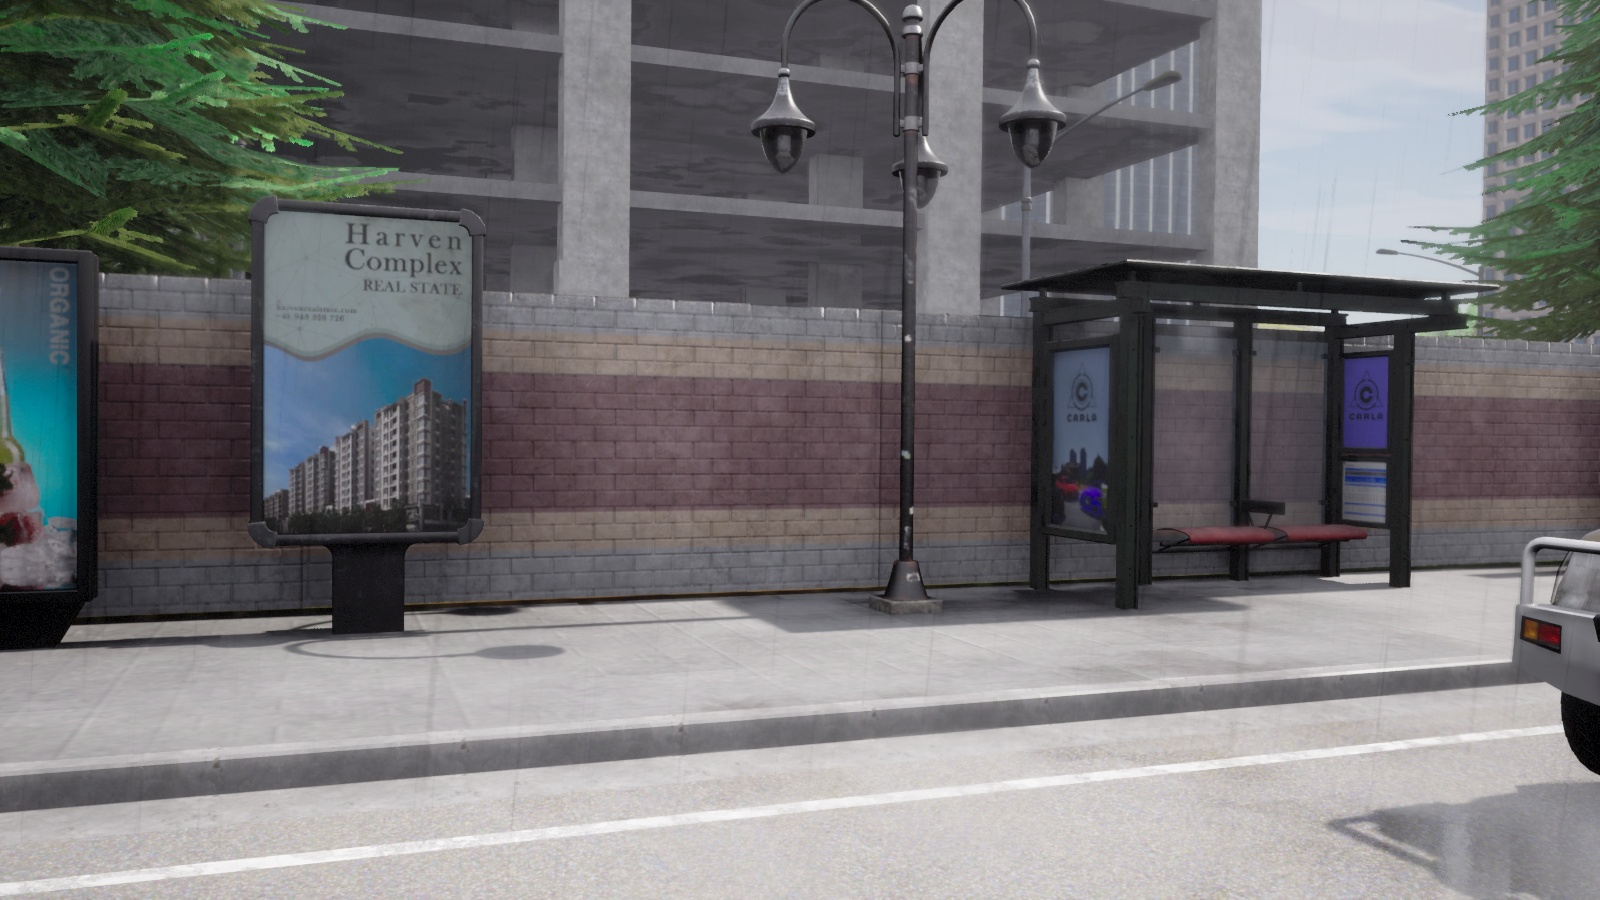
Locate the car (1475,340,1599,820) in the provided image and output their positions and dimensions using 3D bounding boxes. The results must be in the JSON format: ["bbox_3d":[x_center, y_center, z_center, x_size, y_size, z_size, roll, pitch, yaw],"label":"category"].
[{"bbox_3d":[5.380,0.471,5.284,4.605,1.855,1.932,-1,1,-21],"label":"car"}]

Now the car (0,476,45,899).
[{"bbox_3d":[-3.928,0.838,1.747,4.674,1.442,1.812,-1,1,-21],"label":"car"}]
